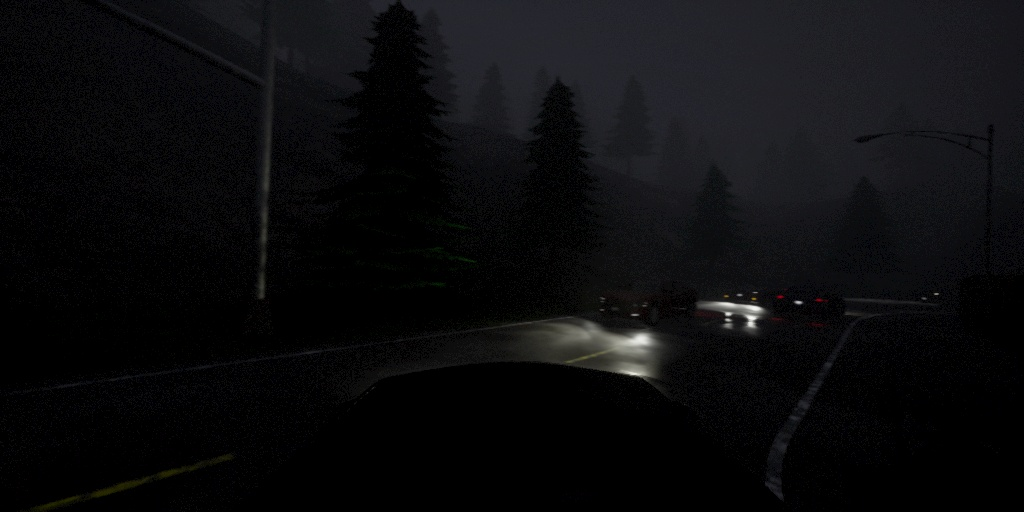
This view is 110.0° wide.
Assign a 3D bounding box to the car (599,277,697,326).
[{"bbox_3d":[5.234,1.558,13.496,5.008,1.535,1.882,3,-1,-43],"label":"car"}]

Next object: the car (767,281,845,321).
[{"bbox_3d":[13.613,2.008,16.376,4.181,1.385,1.994,3,-1,-40],"label":"car"}]

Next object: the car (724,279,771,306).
[{"bbox_3d":[14.457,2.092,21.191,4.181,1.385,1.994,3,-1,-33],"label":"car"}]

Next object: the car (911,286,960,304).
[{"bbox_3d":[32.981,2.925,26.728,4.718,1.301,1.895,2,-1,1],"label":"car"}]
